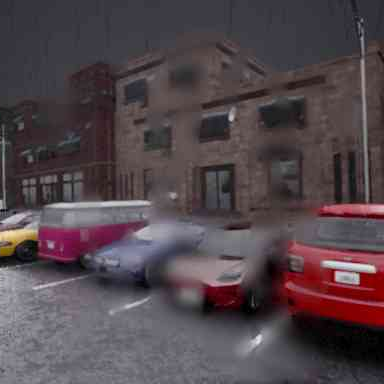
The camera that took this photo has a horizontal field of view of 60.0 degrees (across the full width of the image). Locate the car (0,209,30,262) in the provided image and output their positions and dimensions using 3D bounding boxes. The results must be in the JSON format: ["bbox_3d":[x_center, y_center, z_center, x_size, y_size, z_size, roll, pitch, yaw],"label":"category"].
[{"bbox_3d":[-5.159,1.539,12.858,1.946,1.575,5.366,0,0,38],"label":"car"}]

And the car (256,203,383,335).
[{"bbox_3d":[3.627,1.236,6.592,2.435,2.045,5.566,0,0,36],"label":"car"}]

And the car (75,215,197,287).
[{"bbox_3d":[-0.709,1.559,9.708,2.002,1.452,4.674,0,0,37],"label":"car"}]

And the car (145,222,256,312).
[{"bbox_3d":[1.381,1.534,8.136,2.163,1.488,4.792,0,0,37],"label":"car"}]

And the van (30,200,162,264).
[{"bbox_3d":[-2.807,1.306,11.435,1.878,1.987,4.442,0,0,37],"label":"van"}]
